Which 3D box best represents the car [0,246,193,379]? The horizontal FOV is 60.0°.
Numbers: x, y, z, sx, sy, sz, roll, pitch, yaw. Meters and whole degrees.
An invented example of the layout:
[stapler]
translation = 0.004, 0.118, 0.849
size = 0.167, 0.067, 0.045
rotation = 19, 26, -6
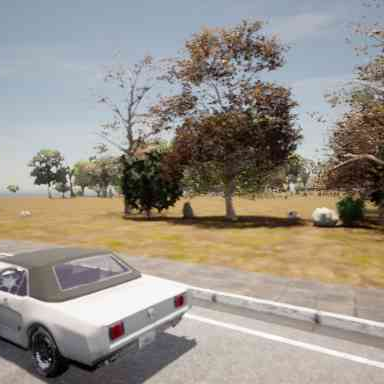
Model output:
[car]
translation = -2.424, 1.596, 5.484
size = 4.718, 1.301, 1.895
rotation = 0, 0, 33
